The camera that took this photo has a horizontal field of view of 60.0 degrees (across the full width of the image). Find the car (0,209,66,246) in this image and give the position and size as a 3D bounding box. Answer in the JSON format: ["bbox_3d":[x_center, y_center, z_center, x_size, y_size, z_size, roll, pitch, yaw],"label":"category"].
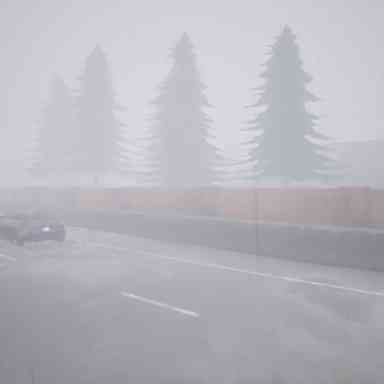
[{"bbox_3d":[-7.353,1.447,14.691,4.181,1.385,1.994,1,0,42],"label":"car"}]
